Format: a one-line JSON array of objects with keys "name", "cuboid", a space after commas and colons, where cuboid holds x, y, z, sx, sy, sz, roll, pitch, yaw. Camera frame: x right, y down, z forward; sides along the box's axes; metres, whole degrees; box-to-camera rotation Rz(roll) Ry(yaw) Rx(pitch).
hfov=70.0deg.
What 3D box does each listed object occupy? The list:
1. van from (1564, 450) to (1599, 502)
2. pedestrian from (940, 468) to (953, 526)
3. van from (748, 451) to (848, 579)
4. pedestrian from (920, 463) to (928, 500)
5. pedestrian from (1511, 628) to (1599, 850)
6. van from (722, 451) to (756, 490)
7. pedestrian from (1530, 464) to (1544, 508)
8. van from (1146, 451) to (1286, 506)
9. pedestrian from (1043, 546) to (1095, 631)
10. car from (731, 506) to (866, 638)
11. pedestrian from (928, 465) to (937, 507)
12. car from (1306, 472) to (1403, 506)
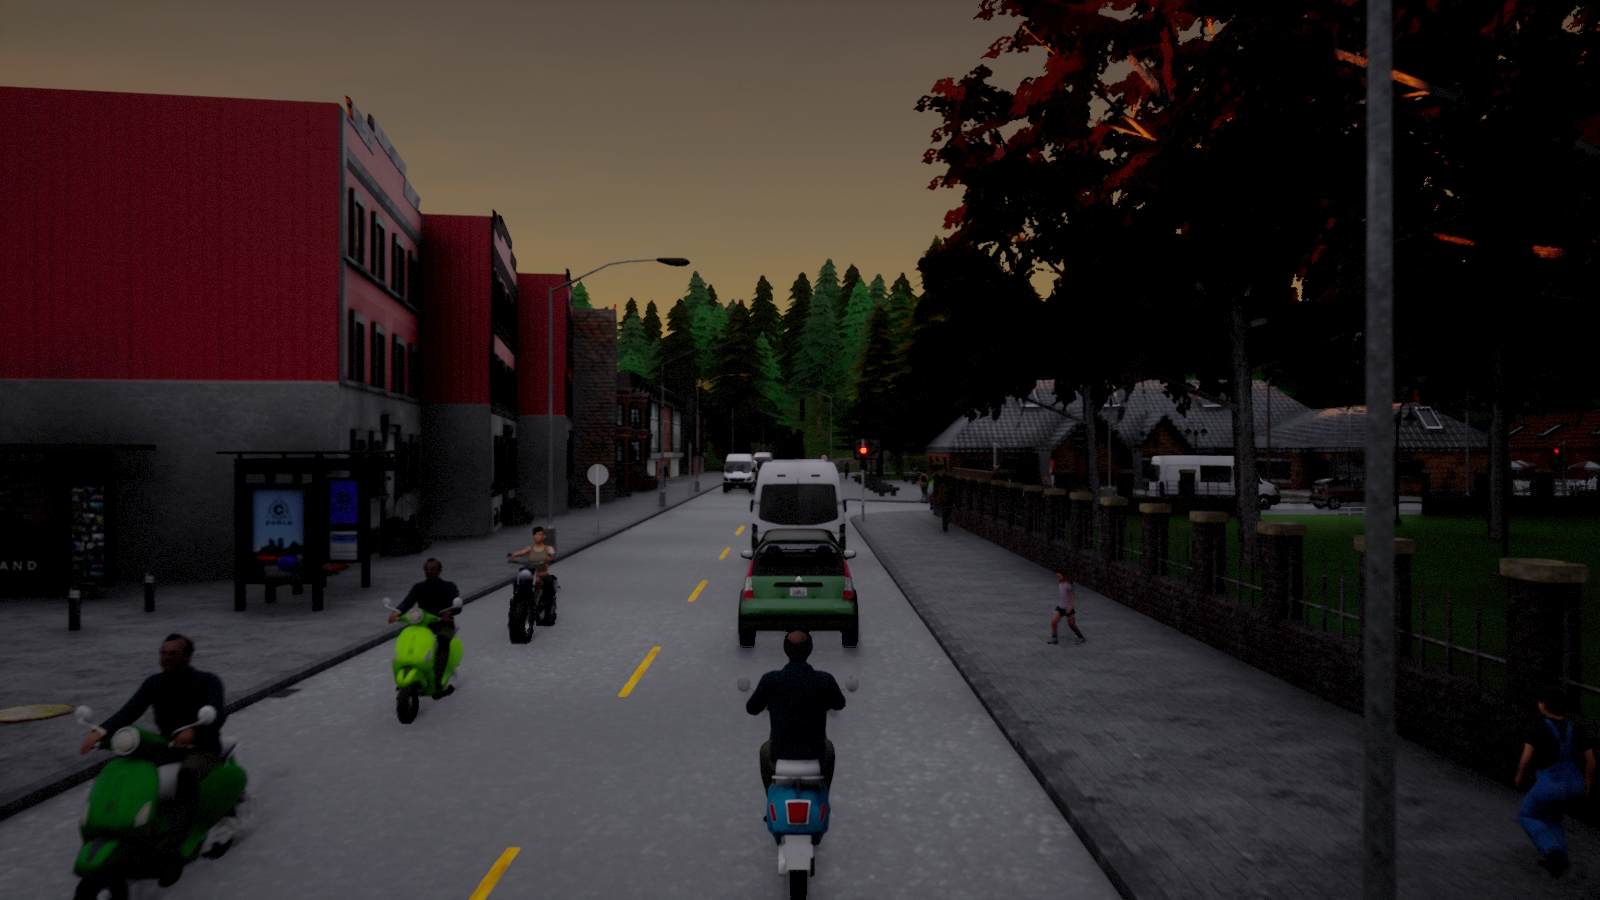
[{"name": "van", "cuboid": [42.124, 1.317, 57.403, 5.915, 2.561, 1.988, 0, -1, 24]}, {"name": "pedestrian", "cuboid": [4.730, 1.527, 36.929, 0.375, 1.860, 0.375, 0, 0, -1]}, {"name": "van", "cuboid": [-0.048, 1.314, 25.737, 1.988, 2.561, 5.915, 0, 0, 0]}, {"name": "pedestrian", "cuboid": [6.439, 1.631, 59.356, 0.375, 1.860, 0.375, 0, 0, 21]}, {"name": "pedestrian", "cuboid": [4.792, 1.806, 7.210, 0.375, 1.300, 0.375, 0, 0, 0]}, {"name": "van", "cuboid": [-4.117, 1.318, 77.462, 1.988, 2.561, 5.915, 0, 0, 0]}, {"name": "pedestrian", "cuboid": [31.482, 1.527, 48.810, 0.375, 1.860, 0.375, 0, 0, 0]}, {"name": "van", "cuboid": [19.578, 1.317, 53.952, 5.915, 2.561, 1.988, 0, 0, 1]}, {"name": "pedestrian", "cuboid": [3.731, 1.905, 15.848, 0.500, 1.100, 0.500, 0, 0, -22]}, {"name": "car", "cuboid": [-0.027, 1.780, 17.706, 1.851, 1.617, 3.988, 0, 0, 0]}, {"name": "pedestrian", "cuboid": [6.019, 1.631, 51.953, 0.375, 1.860, 0.375, 0, 0, 15]}, {"name": "car", "cuboid": [26.115, 1.808, 53.890, 3.705, 1.549, 1.789, 0, 0, 0]}]
